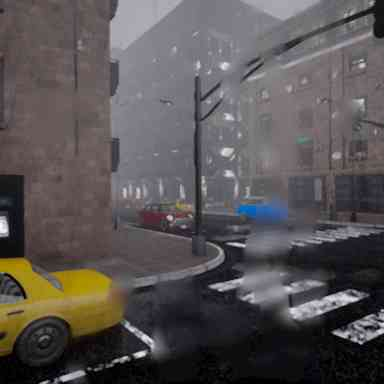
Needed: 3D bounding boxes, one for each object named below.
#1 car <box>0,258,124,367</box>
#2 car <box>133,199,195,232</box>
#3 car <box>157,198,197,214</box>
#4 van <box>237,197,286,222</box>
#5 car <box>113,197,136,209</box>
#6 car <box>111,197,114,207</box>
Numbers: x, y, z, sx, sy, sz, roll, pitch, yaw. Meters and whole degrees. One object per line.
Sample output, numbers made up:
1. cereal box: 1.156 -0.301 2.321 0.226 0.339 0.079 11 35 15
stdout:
1. car: -3.319 1.526 4.197 4.829 1.417 1.752 0 0 -36
2. car: -1.623 1.426 20.197 1.967 1.590 4.097 0 0 -36
3. car: -1.592 1.423 34.406 1.752 1.417 4.829 -1 0 -36
4. van: 5.166 1.254 25.109 1.690 1.788 3.998 -1 0 -36
5. car: -8.150 1.437 43.427 1.887 1.381 4.507 -1 0 -36
6. car: -11.478 1.437 48.006 1.887 1.381 4.507 -1 0 -36
